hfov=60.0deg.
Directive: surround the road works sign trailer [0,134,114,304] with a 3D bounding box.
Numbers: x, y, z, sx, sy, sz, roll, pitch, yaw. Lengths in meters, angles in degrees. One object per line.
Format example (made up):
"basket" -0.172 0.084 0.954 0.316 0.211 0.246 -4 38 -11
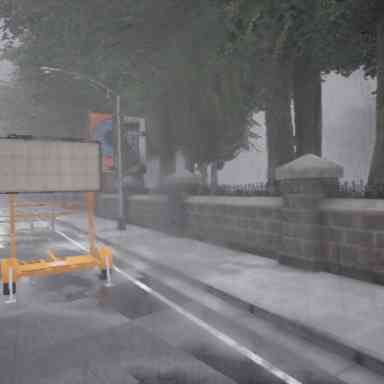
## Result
"road works sign trailer" -3.516 0.419 8.382 2.380 3.560 2.880 -2 1 -31
